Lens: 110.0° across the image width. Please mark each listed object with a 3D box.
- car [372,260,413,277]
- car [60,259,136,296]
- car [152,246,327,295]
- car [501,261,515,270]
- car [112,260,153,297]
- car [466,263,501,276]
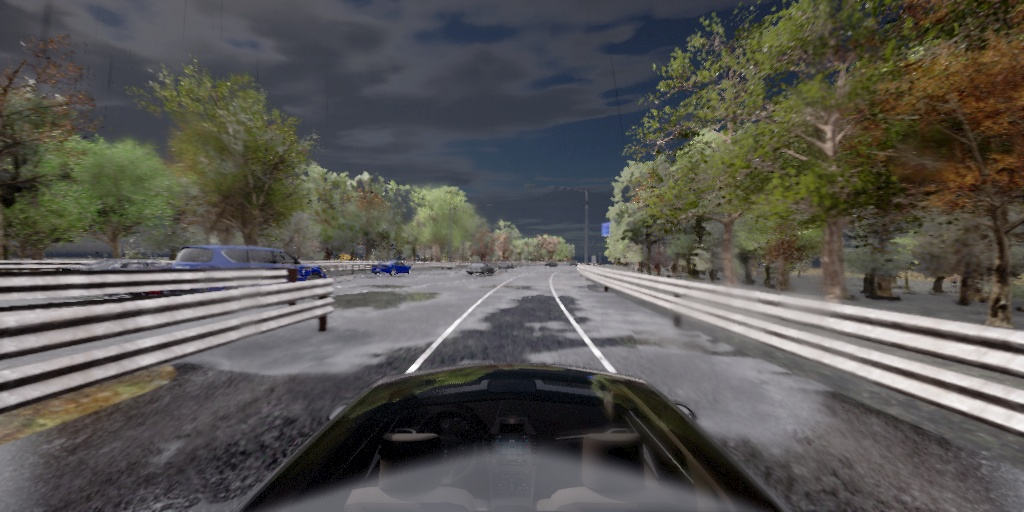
[{"bbox_3d":[-11.645,1.184,35.293,1.882,1.535,5.008,0,-1,15],"label":"car"},{"bbox_3d":[-16.904,0.894,16.339,2.128,1.511,4.902,0,-1,16],"label":"car"},{"bbox_3d":[-10.170,0.673,14.411,2.150,2.045,5.566,0,-1,16],"label":"car"},{"bbox_3d":[-0.860,1.669,61.337,2.128,1.511,4.902,0,-1,15],"label":"car"},{"bbox_3d":[-13.547,0.992,15.349,1.994,1.385,4.181,0,-1,16],"label":"car"},{"bbox_3d":[-3.287,1.429,39.097,2.033,1.411,5.357,1,0,15],"label":"car"}]
